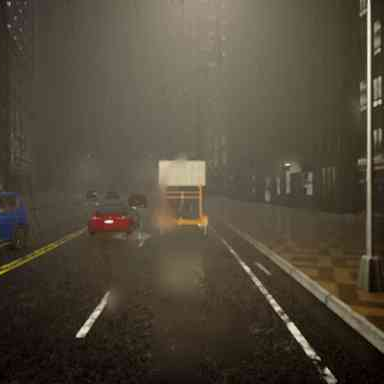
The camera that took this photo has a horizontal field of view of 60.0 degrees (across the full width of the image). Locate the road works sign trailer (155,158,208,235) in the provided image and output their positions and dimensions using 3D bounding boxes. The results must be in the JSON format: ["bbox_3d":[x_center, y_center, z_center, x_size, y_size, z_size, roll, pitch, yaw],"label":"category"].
[{"bbox_3d":[-0.490,0.134,16.607,2.380,3.560,2.880,0,1,-5],"label":"road works sign trailer"}]

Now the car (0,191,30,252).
[{"bbox_3d":[-6.831,1.025,9.737,2.150,2.045,5.566,0,1,-2],"label":"car"}]

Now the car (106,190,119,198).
[{"bbox_3d":[-12.368,0.489,51.963,1.812,1.442,4.674,0,1,-13],"label":"car"}]

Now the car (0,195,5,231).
[{"bbox_3d":[-10.354,1.057,14.473,2.097,1.767,4.553,0,1,-4],"label":"car"}]

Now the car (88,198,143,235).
[{"bbox_3d":[-3.776,1.232,16.560,1.994,1.385,4.181,0,1,-4],"label":"car"}]

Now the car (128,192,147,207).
[{"bbox_3d":[-5.804,0.772,35.393,1.882,1.535,5.008,0,1,-8],"label":"car"}]

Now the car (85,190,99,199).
[{"bbox_3d":[-16.215,0.413,54.195,1.837,1.490,4.892,0,1,-13],"label":"car"}]
